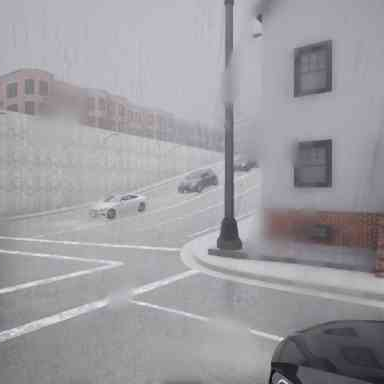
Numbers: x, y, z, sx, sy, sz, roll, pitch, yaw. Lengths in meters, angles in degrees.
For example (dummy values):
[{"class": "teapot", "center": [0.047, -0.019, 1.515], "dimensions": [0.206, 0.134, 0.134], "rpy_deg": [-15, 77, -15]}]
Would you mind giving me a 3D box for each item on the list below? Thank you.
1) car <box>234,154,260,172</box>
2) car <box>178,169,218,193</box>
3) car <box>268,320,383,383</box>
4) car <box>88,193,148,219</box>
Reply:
[{"class": "car", "center": [6.233, -3.502, 39.353], "dimensions": [2.097, 1.767, 4.553], "rpy_deg": [0, 14, 35]}, {"class": "car", "center": [0.553, -1.125, 31.338], "dimensions": [2.097, 1.767, 4.553], "rpy_deg": [0, 13, 34]}, {"class": "car", "center": [2.773, 1.526, 1.993], "dimensions": [4.674, 1.442, 1.812], "rpy_deg": [0, 0, 36]}, {"class": "car", "center": [-5.071, 0.864, 23.311], "dimensions": [1.812, 1.442, 4.674], "rpy_deg": [0, 7, 35]}]
